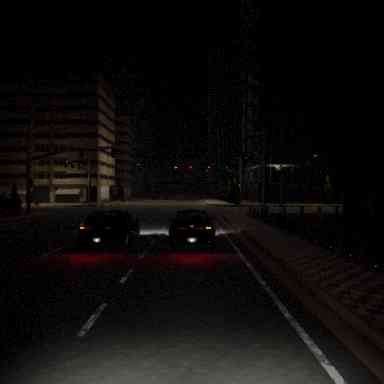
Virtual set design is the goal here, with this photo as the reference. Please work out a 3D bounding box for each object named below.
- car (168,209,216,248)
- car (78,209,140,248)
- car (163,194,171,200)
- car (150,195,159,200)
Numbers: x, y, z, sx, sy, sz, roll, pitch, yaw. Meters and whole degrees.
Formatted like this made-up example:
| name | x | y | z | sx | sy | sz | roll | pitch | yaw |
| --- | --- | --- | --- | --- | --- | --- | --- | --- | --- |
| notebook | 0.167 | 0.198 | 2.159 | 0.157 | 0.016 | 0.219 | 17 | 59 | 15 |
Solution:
| name | x | y | z | sx | sy | sz | roll | pitch | yaw |
| --- | --- | --- | --- | --- | --- | --- | --- | --- | --- |
| car | 0.000 | 1.514 | 14.650 | 1.837 | 1.490 | 4.892 | 0 | 0 | 0 |
| car | -3.500 | 1.514 | 14.650 | 1.837 | 1.490 | 4.892 | 0 | 0 | 0 |
| car | -7.000 | 1.348 | 93.315 | 2.097 | 1.767 | 4.553 | 0 | 0 | 0 |
| car | -10.500 | 1.545 | 93.285 | 1.994 | 1.385 | 4.181 | 0 | 0 | 0 |
